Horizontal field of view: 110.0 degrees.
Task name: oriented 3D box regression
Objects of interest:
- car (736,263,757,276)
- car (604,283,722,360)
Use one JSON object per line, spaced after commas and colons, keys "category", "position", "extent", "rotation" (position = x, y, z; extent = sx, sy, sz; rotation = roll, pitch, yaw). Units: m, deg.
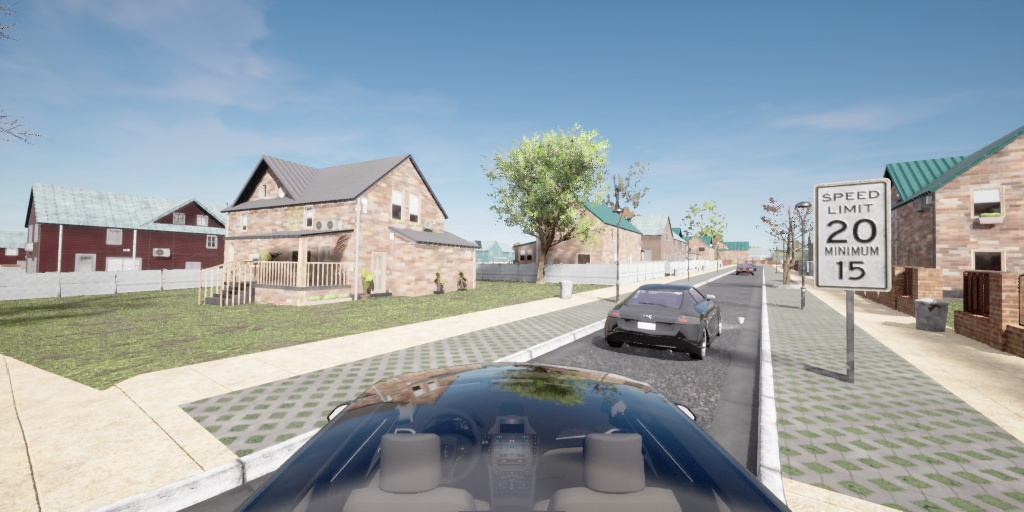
{"category": "car", "position": [28.794, 1.633, 44.233], "extent": [2.033, 1.411, 5.357], "rotation": [0, 0, 35]}
{"category": "car", "position": [3.801, 1.360, 8.705], "extent": [1.994, 1.385, 4.181], "rotation": [0, 0, 35]}
